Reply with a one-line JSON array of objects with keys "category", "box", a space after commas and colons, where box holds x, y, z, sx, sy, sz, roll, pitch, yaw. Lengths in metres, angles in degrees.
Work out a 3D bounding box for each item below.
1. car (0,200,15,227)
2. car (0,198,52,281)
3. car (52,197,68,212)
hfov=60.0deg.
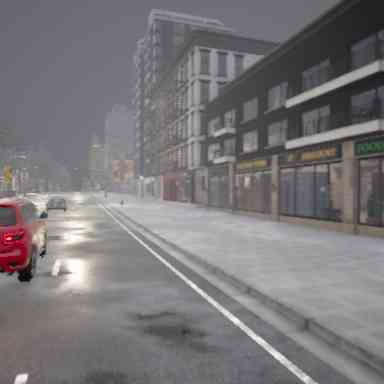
[{"category": "car", "box": [-13.257, 1.342, 21.775, 2.128, 1.511, 4.902, 0, 1, -18]}, {"category": "car", "box": [-5.533, 1.205, 9.596, 2.150, 2.045, 5.566, 0, 0, -19]}, {"category": "car", "box": [-13.504, 1.235, 33.325, 2.033, 1.411, 5.357, 0, 1, -19]}]
